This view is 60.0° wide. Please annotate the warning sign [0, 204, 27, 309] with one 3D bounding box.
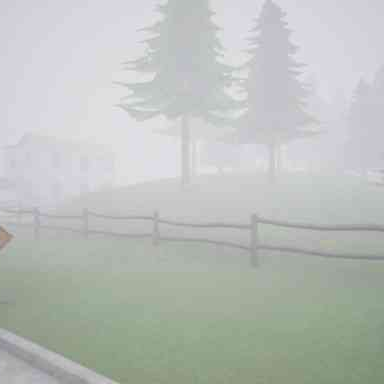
[{"bbox_3d":[-3.980,1.177,6.150,1.060,1.860,1.300,-1,0,35],"label":"warning sign"}]
